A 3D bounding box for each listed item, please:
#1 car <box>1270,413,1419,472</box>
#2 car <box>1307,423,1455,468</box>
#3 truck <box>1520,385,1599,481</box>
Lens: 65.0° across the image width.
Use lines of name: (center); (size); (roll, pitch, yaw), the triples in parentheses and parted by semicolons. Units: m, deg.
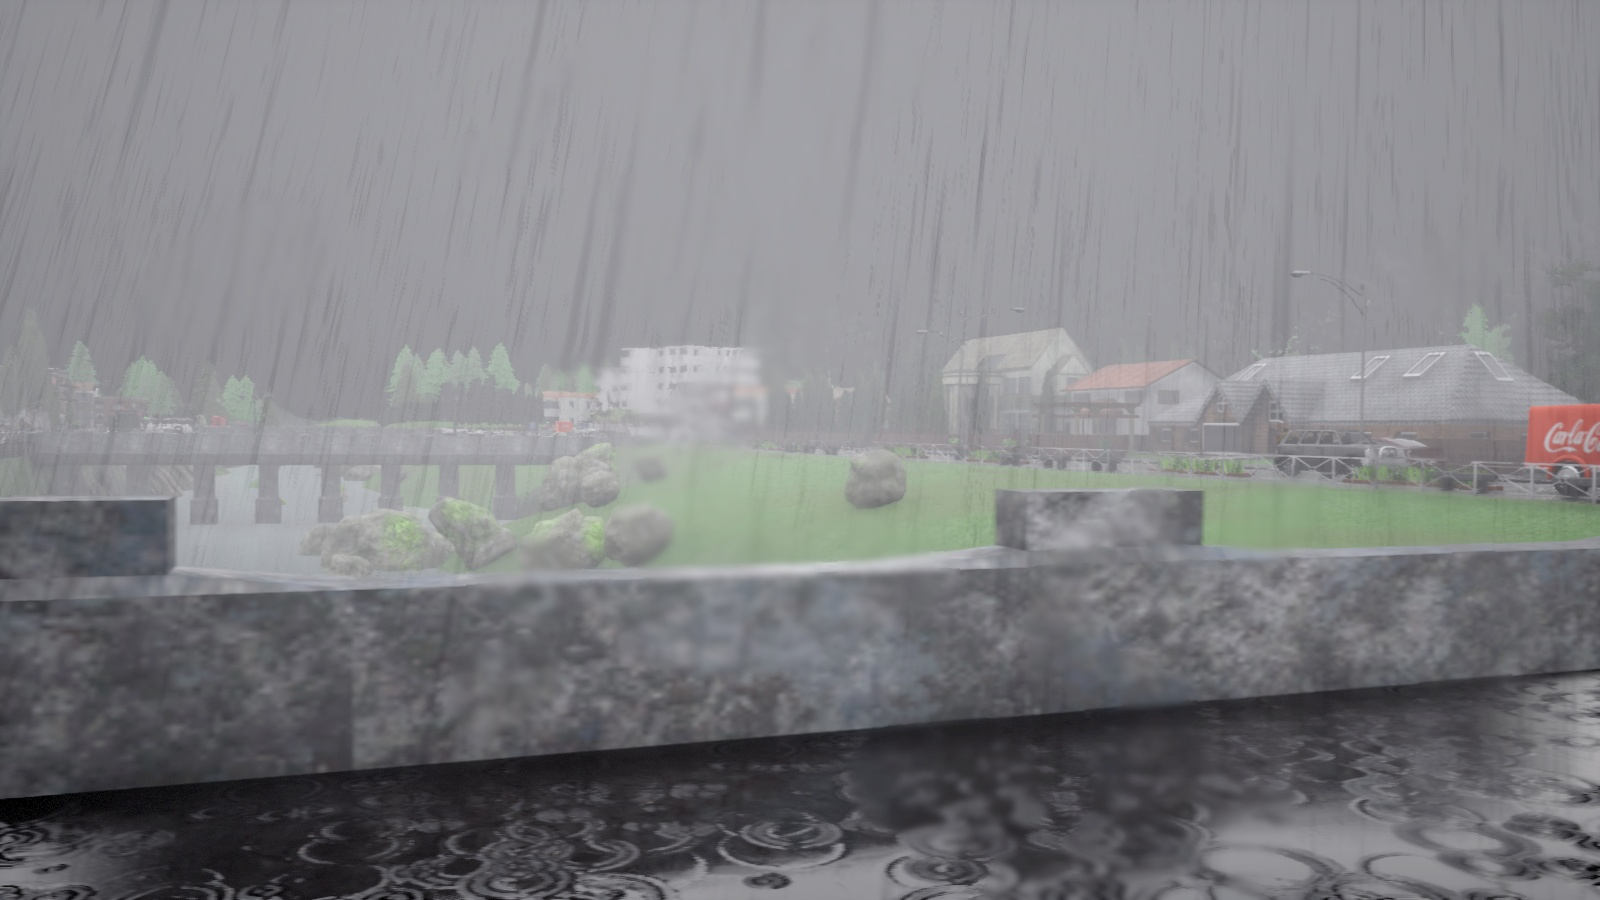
car: (18.231, -0.270, 42.289); (1.932, 1.855, 4.605); (-1, 1, -21)
car: (21.133, -0.200, 45.924); (1.882, 1.535, 5.008); (-1, 1, -21)
truck: (21.936, -0.450, 32.529); (2.627, 2.467, 5.204); (-1, 1, -21)
